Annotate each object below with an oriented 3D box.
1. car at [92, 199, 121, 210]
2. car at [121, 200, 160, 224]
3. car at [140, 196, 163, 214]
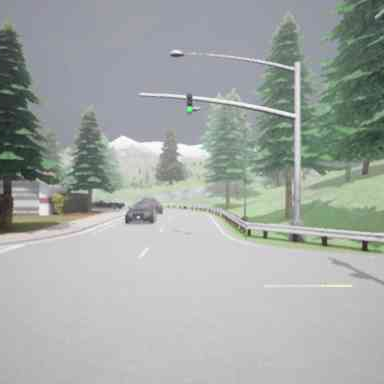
[{"bbox_3d":[-10.943,1.560,42.299,4.718,1.301,1.895,0,0,15],"label":"car"},{"bbox_3d":[-3.718,1.536,24.693,1.994,1.385,4.181,0,0,-2],"label":"car"},{"bbox_3d":[-4.450,1.313,34.492,2.097,1.767,4.553,0,0,-19],"label":"car"}]
